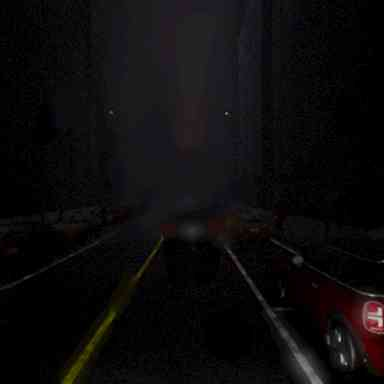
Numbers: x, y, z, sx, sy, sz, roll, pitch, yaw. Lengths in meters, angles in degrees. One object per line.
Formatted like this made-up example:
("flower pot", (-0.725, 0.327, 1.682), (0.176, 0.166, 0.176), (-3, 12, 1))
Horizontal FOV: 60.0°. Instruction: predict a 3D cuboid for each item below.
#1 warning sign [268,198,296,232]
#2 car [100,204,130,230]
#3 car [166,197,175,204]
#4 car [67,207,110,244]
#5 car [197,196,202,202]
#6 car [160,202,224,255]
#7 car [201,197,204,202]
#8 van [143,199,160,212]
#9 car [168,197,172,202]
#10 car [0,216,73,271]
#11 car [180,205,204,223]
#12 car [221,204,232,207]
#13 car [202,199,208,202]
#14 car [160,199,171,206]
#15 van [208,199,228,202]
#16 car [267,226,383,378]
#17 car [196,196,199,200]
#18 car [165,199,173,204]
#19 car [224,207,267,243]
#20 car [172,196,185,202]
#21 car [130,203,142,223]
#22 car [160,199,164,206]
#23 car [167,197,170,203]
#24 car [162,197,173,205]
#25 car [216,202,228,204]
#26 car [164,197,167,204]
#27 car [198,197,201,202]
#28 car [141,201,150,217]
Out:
("warning sign", (5.071, 1.294, 18.907), (1.300, 1.860, 1.060), (0, -1, 0))
("car", (-5.751, 1.653, 22.421), (1.967, 1.590, 4.097), (0, -1, 0))
("car", (-5.725, 2.166, 89.641), (2.192, 1.841, 5.009), (0, -1, 0))
("car", (-5.753, 1.683, 16.649), (1.752, 1.417, 4.829), (0, -1, 0))
("car", (2.797, 2.362, 84.047), (1.947, 1.339, 4.313), (0, -1, 0))
("car", (0.007, 1.484, 14.077), (2.097, 1.767, 4.553), (0, -1, 0))
("car", (2.785, 1.917, 50.436), (1.967, 1.590, 4.097), (0, -1, 0))
("van", (-5.742, 1.765, 44.829), (1.690, 1.788, 3.998), (0, -1, 0))
("car", (-5.734, 2.076, 67.233), (1.967, 1.590, 4.097), (0, -1, 0))
("car", (-5.756, 1.689, 11.217), (1.802, 1.307, 4.206), (0, -1, 0))
("car", (0.013, 1.876, 29.107), (1.895, 1.301, 4.718), (0, -1, 0))
("car", (2.774, 1.757, 22.426), (1.887, 1.381, 4.507), (0, -1, 0))
("car", (2.782, 1.968, 44.834), (1.887, 1.381, 4.507), (0, -1, 0))
("car", (-5.733, 2.255, 72.834), (1.947, 1.339, 4.313), (0, -1, 0))
("van", (2.779, 1.659, 33.631), (1.690, 1.788, 3.998), (0, -1, 0))
("car", (2.768, 1.494, 5.620), (1.967, 1.590, 4.097), (0, -1, 0))
("car", (2.799, 2.417, 89.648), (1.947, 1.339, 4.313), (0, -1, 0))
("car", (-5.728, 2.378, 84.036), (1.802, 1.307, 4.206), (0, -1, 0))
("car", (2.772, 1.686, 16.994), (1.752, 1.417, 4.829), (0, -1, 0))
("car", (-2.973, 2.177, 71.746), (1.837, 1.490, 4.892), (0, -1, 0))
("car", (-5.749, 1.810, 28.022), (1.887, 1.381, 4.507), (0, -1, 0))
("car", (-5.741, 2.059, 50.428), (1.802, 1.307, 4.206), (0, -1, 0))
("car", (-5.737, 2.149, 61.631), (1.947, 1.339, 4.313), (0, -1, 0))
("car", (-5.729, 2.058, 78.438), (2.192, 1.841, 5.009), (0, -1, 0))
("car", (2.776, 1.810, 28.027), (1.887, 1.381, 4.507), (0, -1, 0))
("car", (-5.738, 1.970, 56.031), (1.967, 1.590, 4.097), (0, -1, 0))
("car", (2.791, 2.180, 67.241), (1.887, 1.381, 4.507), (0, -1, 0))
("car", (-5.747, 1.863, 33.624), (1.887, 1.381, 4.507), (0, -1, 0))
